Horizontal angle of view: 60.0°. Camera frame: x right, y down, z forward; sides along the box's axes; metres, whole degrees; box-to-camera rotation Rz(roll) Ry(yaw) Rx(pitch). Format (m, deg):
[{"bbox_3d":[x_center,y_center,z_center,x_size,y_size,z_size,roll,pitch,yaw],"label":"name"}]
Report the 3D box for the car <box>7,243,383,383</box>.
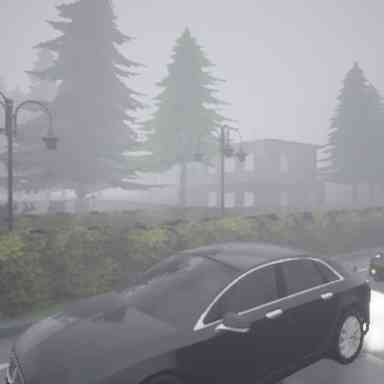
[{"bbox_3d":[0.415,1.499,4.270,4.892,1.490,1.837,0,0,-35],"label":"car"}]
